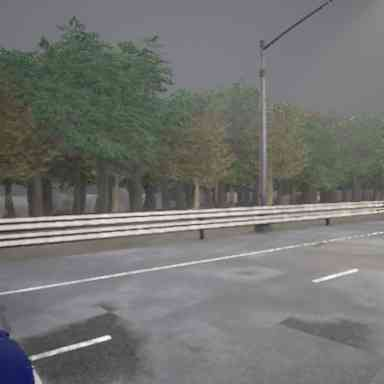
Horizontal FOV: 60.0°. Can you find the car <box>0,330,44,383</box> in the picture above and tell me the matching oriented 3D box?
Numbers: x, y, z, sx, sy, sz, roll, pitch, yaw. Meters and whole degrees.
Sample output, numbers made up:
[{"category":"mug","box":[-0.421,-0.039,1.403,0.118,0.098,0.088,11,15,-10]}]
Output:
[{"category":"car","box":[-3.167,1.614,1.486,4.718,1.301,1.895,-1,0,-36]}]
